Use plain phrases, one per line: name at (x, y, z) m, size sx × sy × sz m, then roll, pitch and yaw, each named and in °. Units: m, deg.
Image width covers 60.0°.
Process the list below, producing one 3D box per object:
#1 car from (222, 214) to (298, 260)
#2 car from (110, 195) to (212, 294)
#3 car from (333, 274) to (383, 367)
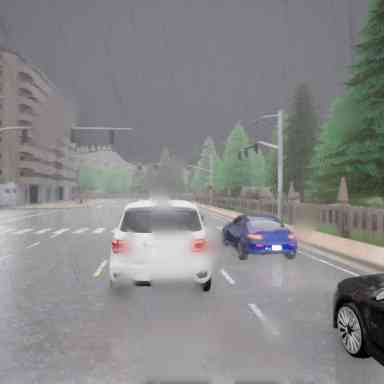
car at (2.342, 1.526, 12.363) m, size 1.812 × 1.442 × 4.674 m, roll 0°, pitch 0°, yaw -6°
car at (-0.802, 1.221, 9.003) m, size 2.150 × 2.045 × 5.566 m, roll 0°, pitch 0°, yaw -5°
car at (3.120, 1.492, 3.135) m, size 2.128 × 1.511 × 4.902 m, roll 0°, pitch 0°, yaw -3°
